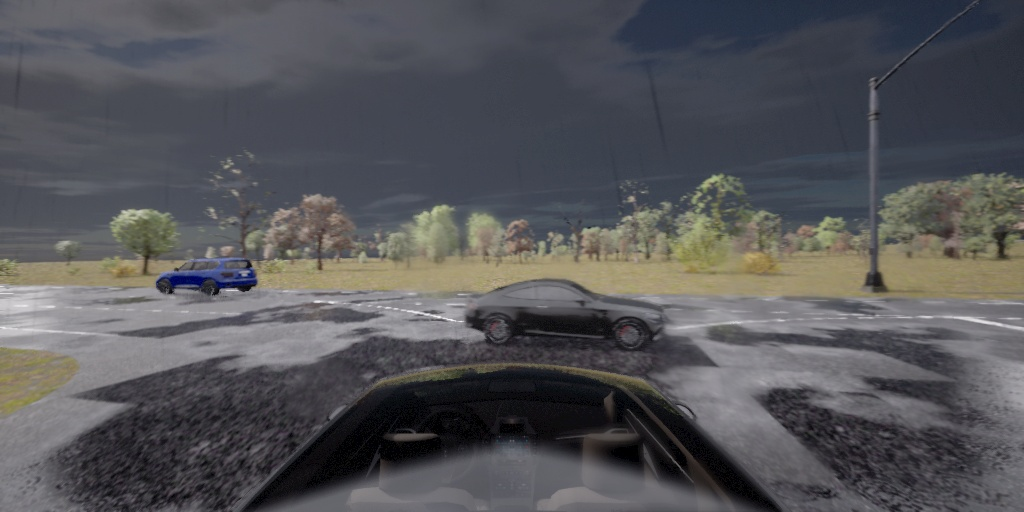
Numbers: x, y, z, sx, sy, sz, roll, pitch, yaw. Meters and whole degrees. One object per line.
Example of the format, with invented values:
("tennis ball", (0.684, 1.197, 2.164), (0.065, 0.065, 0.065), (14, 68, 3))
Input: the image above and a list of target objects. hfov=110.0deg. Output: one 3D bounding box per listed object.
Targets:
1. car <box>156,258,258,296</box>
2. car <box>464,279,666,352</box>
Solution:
("car", (-17.466, 1.174, 20.632), (5.566, 2.045, 2.150), (-1, 1, 14))
("car", (1.149, 1.278, 8.625), (4.674, 1.442, 1.812), (-1, 0, 14))
